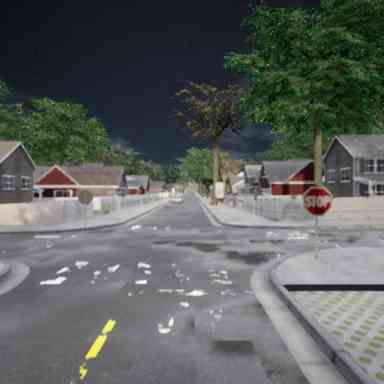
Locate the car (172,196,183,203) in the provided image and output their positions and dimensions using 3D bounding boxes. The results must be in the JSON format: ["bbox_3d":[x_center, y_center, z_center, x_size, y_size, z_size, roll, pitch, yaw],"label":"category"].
[{"bbox_3d":[-2.737,1.423,63.136,1.895,1.301,4.718,0,0,0],"label":"car"}]
